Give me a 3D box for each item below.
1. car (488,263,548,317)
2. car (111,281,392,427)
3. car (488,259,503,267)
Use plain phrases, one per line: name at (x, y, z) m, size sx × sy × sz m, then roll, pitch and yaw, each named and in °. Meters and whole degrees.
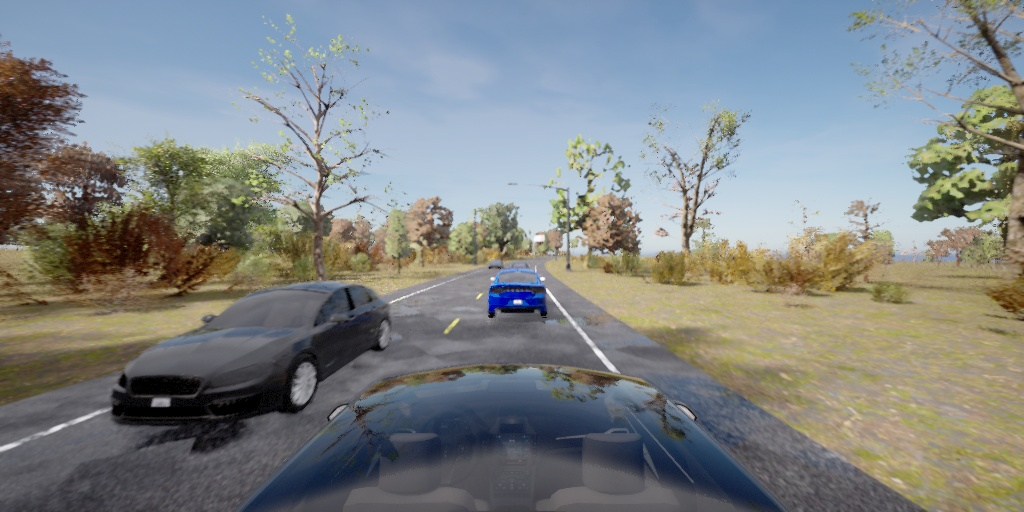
car at (0.204, 1.195, 13.014) m, size 1.882 × 1.535 × 5.008 m, roll 0°, pitch 0°, yaw 1°
car at (-3.566, 1.240, 6.086) m, size 1.837 × 1.490 × 4.892 m, roll 0°, pitch 0°, yaw 0°
car at (-2.122, 1.160, 48.907) m, size 2.033 × 1.411 × 5.357 m, roll 0°, pitch 0°, yaw 4°
